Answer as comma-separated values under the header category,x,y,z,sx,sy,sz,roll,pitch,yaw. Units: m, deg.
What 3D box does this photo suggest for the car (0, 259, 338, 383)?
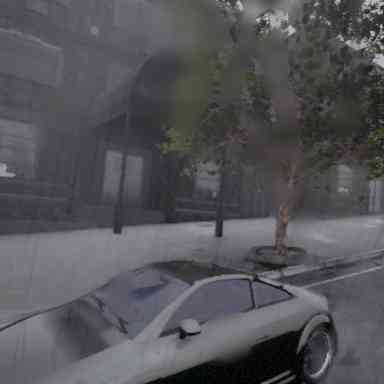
category,x,y,z,sx,sy,sz,roll,pitch,yaw
car,-0.194,1.571,3.852,4.181,1.385,1.994,0,0,-35
